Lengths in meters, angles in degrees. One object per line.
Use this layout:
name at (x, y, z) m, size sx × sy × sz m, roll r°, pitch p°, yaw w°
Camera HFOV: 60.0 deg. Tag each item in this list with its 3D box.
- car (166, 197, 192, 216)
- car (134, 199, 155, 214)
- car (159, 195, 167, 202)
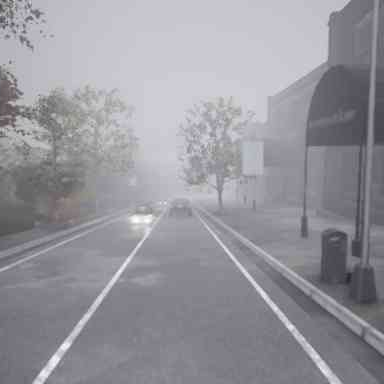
car at (-1.138, 1.341, 32.519) m, size 2.097 × 1.767 × 4.553 m, roll 0°, pitch 0°, yaw -2°
car at (-4.932, 1.504, 34.968) m, size 2.128 × 1.511 × 4.902 m, roll 0°, pitch 0°, yaw -2°
car at (-6.450, 1.470, 75.270) m, size 2.128 × 1.511 × 4.902 m, roll 0°, pitch 0°, yaw -2°
